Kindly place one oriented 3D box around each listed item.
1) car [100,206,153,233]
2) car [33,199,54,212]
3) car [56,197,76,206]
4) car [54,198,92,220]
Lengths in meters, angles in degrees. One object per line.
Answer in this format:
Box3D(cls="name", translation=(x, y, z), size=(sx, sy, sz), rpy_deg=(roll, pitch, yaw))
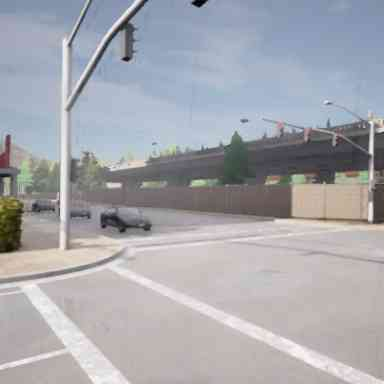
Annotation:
Box3D(cls="car", translation=(-4.137, 1.580, 20.337), size=(1.812, 1.442, 4.674), rpy_deg=(1, -1, -35))
Box3D(cls="car", translation=(-17.293, 1.560, 38.850), size=(1.837, 1.490, 4.892), rpy_deg=(1, -1, -35))
Box3D(cls="car", translation=(-21.967, 1.641, 57.841), size=(2.128, 1.511, 4.902), rpy_deg=(1, -1, -35))
Box3D(cls="car", translation=(-10.177, 1.559, 28.813), size=(1.837, 1.490, 4.892), rpy_deg=(1, -1, -35))
